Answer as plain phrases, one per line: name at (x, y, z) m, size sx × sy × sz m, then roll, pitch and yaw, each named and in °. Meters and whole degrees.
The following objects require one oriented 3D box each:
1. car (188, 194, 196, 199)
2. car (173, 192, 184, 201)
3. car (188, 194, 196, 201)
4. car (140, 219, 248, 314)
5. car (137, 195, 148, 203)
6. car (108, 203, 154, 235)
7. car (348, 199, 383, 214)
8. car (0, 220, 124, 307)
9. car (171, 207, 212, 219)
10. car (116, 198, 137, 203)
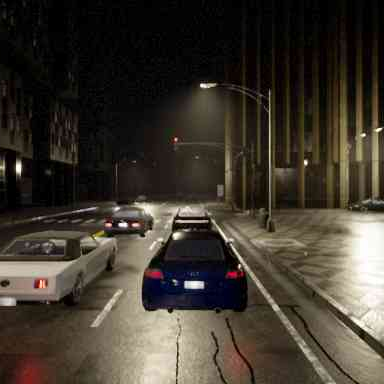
car at (-0.013, 1.164, 85.508) m, size 1.895 × 1.301 × 4.718 m, roll 0°, pitch 0°, yaw 0°
car at (-3.262, 1.271, 75.056) m, size 1.837 × 1.490 × 4.892 m, roll 0°, pitch 0°, yaw 0°
car at (-0.012, 1.311, 75.057) m, size 2.033 × 1.411 × 5.357 m, roll 0°, pitch 0°, yaw 0°
car at (0.085, 1.558, 7.705) m, size 1.994 × 1.385 × 4.181 m, roll 0°, pitch 0°, yaw 1°
car at (-9.786, 1.367, 65.442) m, size 2.033 × 1.411 × 5.357 m, roll 0°, pitch 0°, yaw 1°
car at (-3.155, 1.525, 17.517) m, size 2.033 × 1.411 × 5.357 m, roll 0°, pitch 0°, yaw 0°
car at (17.826, 1.424, 33.083) m, size 4.181 × 1.385 × 1.994 m, roll 0°, pitch 0°, yaw 0°
car at (-3.149, 1.594, 7.925) m, size 1.895 × 1.301 × 4.718 m, roll 0°, pitch 0°, yaw 0°
car at (-0.003, 1.471, 16.579) m, size 2.128 × 1.511 × 4.902 m, roll 0°, pitch 0°, yaw 0°
car at (-9.849, 1.487, 49.328) m, size 1.895 × 1.301 × 4.718 m, roll 0°, pitch 0°, yaw 0°
